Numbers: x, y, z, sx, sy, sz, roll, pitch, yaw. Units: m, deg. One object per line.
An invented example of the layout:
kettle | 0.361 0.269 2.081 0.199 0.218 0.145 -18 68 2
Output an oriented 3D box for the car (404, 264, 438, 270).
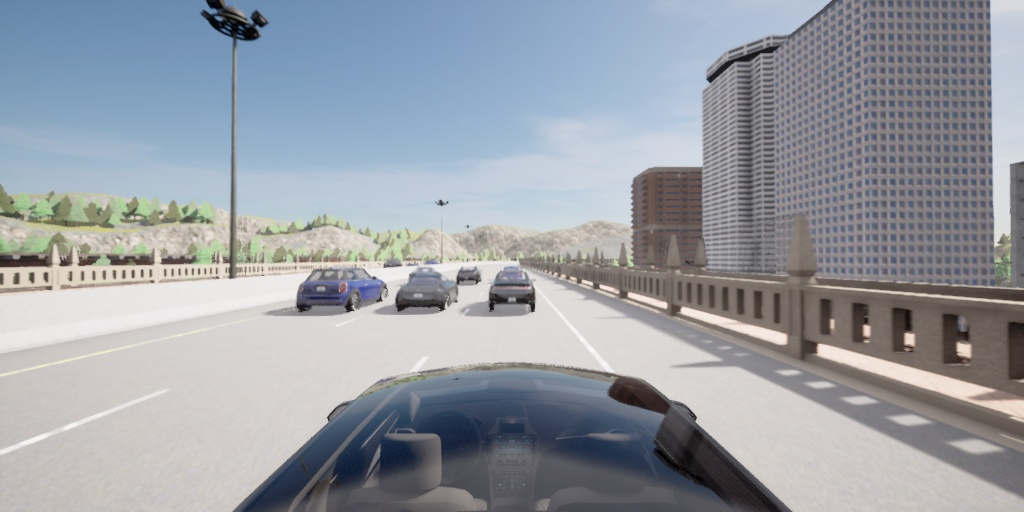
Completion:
car | -7.070 1.601 29.420 2.033 1.411 5.357 0 -1 -1

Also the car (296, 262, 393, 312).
car | -6.984 1.249 15.259 2.097 1.767 4.553 0 -1 0

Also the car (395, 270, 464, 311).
car | -3.484 1.464 15.385 1.994 1.385 4.181 0 -1 0

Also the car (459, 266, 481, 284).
car | -3.584 1.557 30.462 2.128 1.511 4.902 0 0 -1

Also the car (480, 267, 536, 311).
car | 0.016 1.392 15.336 2.128 1.511 4.902 0 0 0
